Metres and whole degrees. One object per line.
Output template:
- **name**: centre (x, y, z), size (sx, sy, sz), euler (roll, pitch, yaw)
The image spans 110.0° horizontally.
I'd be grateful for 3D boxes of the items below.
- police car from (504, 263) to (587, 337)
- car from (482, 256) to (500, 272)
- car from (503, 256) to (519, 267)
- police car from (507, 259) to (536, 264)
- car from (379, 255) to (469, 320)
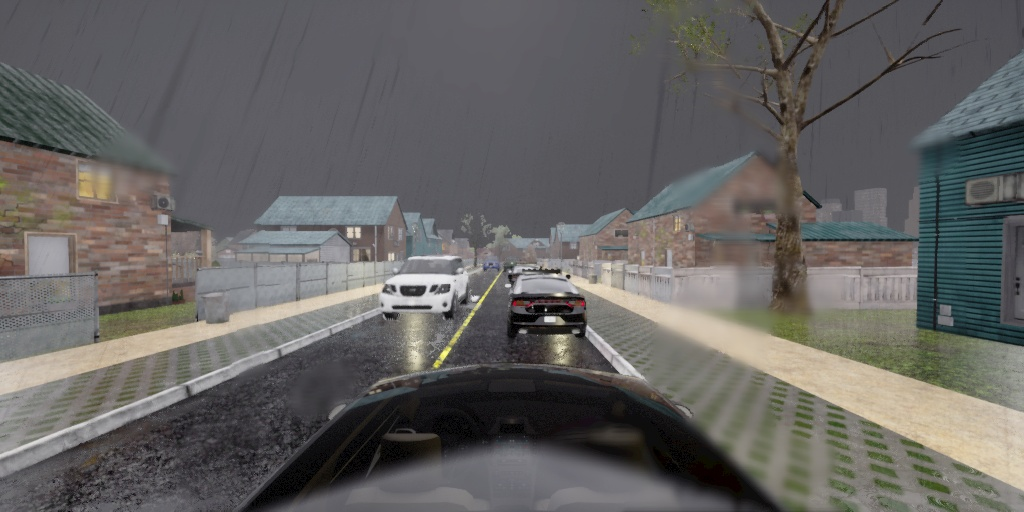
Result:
- **police car**: centre (0.827, 1.174, 10.368), size (1.930, 1.638, 5.238), euler (0, 0, 0)
- **car**: centre (-2.740, 1.030, 48.418), size (2.150, 2.045, 5.566), euler (0, 0, 0)
- **car**: centre (0.030, 1.027, 47.016), size (2.150, 2.045, 5.566), euler (0, 0, 0)
- **police car**: centre (0.829, 1.182, 20.370), size (1.930, 1.638, 5.238), euler (0, 0, 0)
- **car**: centre (-2.848, 0.972, 12.950), size (2.150, 2.045, 5.566), euler (0, 0, 0)
